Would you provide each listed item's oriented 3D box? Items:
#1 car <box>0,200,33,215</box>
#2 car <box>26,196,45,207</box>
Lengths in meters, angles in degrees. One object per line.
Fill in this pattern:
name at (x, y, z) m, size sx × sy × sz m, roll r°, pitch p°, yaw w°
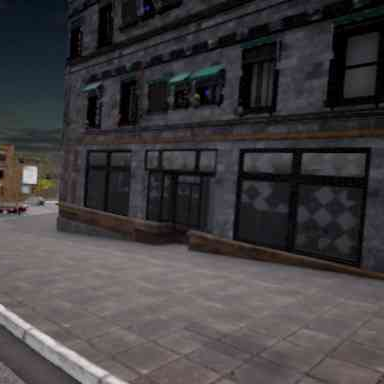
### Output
car at (-20.385, 1.858, 38.094) m, size 1.895 × 1.301 × 4.718 m, roll 4°, pitch -1°, yaw -8°
car at (-25.868, 1.476, 54.717) m, size 2.097 × 1.767 × 4.553 m, roll 4°, pitch 0°, yaw -5°
